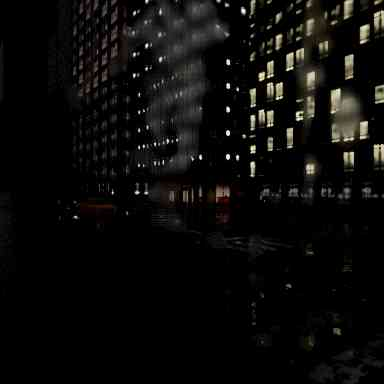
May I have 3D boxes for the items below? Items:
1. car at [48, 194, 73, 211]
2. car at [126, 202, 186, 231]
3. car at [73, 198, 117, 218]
[{"bbox_3d":[-13.745,1.045,35.268,2.097,1.767,4.553,0,0,-37],"label":"car"},{"bbox_3d":[-2.227,1.344,19.771,2.128,1.511,4.902,0,0,-37],"label":"car"},{"bbox_3d":[-7.857,1.254,27.340,1.882,1.535,5.008,0,0,-37],"label":"car"}]
